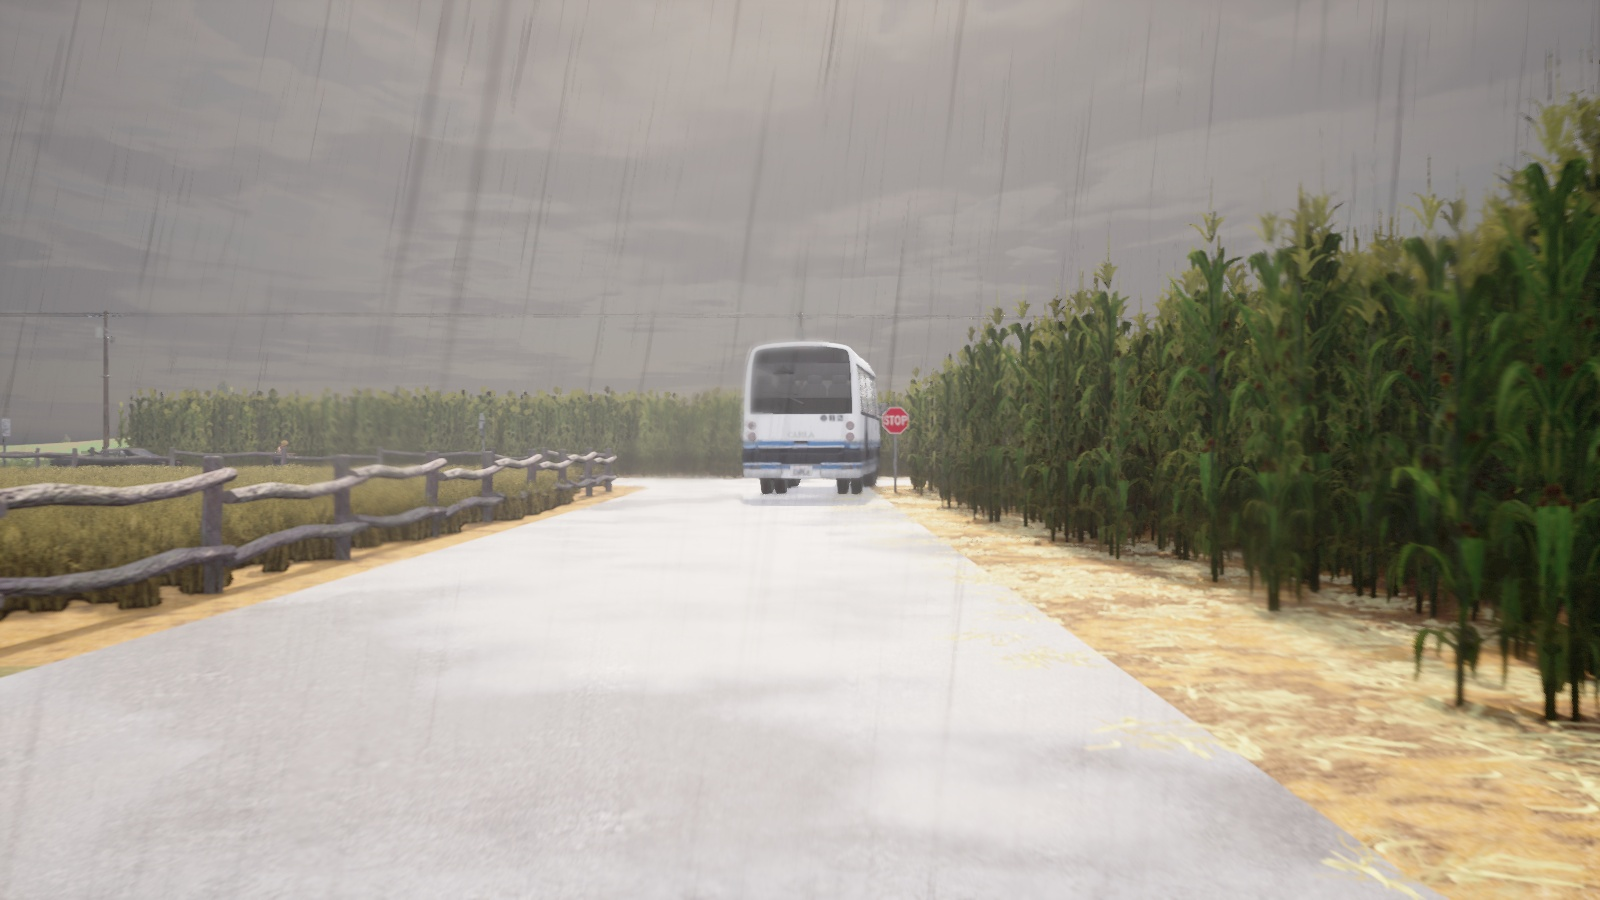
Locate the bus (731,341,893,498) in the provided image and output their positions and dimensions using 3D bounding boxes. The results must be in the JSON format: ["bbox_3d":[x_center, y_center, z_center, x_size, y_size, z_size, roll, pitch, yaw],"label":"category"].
[{"bbox_3d":[0.689,-0.850,39.311,3.944,4.253,10.273,0,0,7],"label":"bus"}]

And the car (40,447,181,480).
[{"bbox_3d":[-27.994,0.538,51.072,4.718,1.301,1.895,0,0,0],"label":"car"}]
